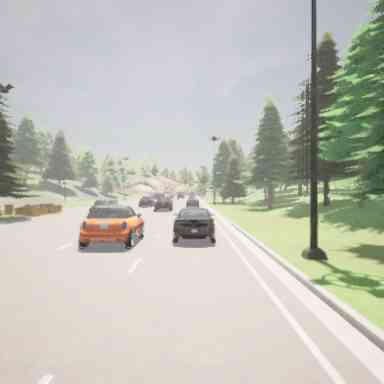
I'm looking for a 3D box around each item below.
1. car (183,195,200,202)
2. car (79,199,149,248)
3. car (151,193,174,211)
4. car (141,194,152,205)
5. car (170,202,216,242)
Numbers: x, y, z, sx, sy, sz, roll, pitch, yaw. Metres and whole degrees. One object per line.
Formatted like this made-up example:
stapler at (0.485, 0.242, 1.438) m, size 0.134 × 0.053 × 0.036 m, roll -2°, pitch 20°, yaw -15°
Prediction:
car at (0.094, 1.522, 48.100) m, size 2.128 × 1.511 × 4.902 m, roll 0°, pitch 0°, yaw 0°
car at (-3.406, 1.361, 14.992) m, size 2.097 × 1.767 × 4.553 m, roll 0°, pitch 0°, yaw 0°
car at (-3.406, 1.377, 41.247) m, size 2.097 × 1.767 × 4.553 m, roll 0°, pitch 0°, yaw 0°
car at (-6.909, 1.384, 51.905) m, size 2.097 × 1.767 × 4.553 m, roll 0°, pitch 0°, yaw 0°
car at (0.096, 1.488, 16.463) m, size 1.882 × 1.535 × 5.008 m, roll 0°, pitch 0°, yaw 0°
